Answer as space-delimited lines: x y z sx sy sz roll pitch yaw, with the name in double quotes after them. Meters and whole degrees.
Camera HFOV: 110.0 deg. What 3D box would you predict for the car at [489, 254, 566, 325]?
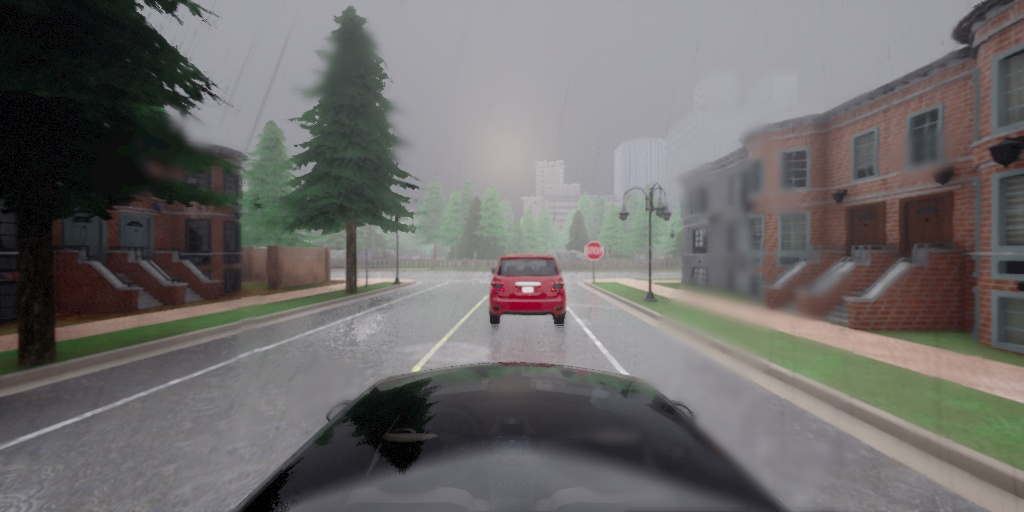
0.468 0.958 11.890 2.150 2.045 5.566 0 0 1 "car"
